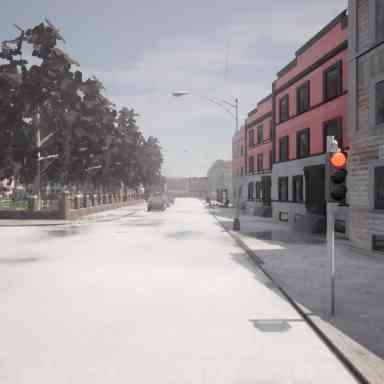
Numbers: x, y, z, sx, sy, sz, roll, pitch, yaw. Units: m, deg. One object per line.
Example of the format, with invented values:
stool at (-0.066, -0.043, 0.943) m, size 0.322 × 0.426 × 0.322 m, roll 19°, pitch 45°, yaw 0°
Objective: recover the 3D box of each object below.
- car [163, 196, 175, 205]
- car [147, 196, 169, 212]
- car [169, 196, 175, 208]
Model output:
car at (-4.079, 1.504, 59.679) m, size 1.837 × 1.490 × 4.892 m, roll 0°, pitch 0°, yaw 0°
car at (-4.106, 1.478, 39.382) m, size 1.882 × 1.535 × 5.008 m, roll 0°, pitch 0°, yaw 0°
car at (-4.106, 1.548, 49.361) m, size 2.033 × 1.411 × 5.357 m, roll 0°, pitch 0°, yaw 0°
